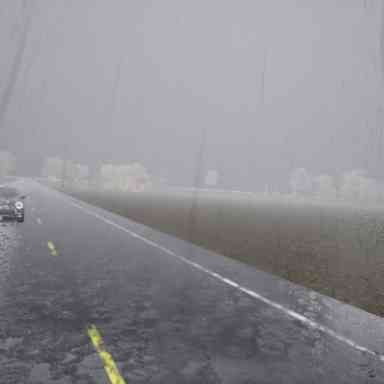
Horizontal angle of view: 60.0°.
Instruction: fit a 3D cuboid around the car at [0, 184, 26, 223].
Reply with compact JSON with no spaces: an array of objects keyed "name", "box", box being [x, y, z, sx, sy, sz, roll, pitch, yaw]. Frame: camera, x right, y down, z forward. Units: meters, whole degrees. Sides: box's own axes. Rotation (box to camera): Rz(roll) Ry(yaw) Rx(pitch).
[{"name":"car","box":[-9.581,0.496,16.738,2.097,1.767,4.553,3,1,-28]}]
